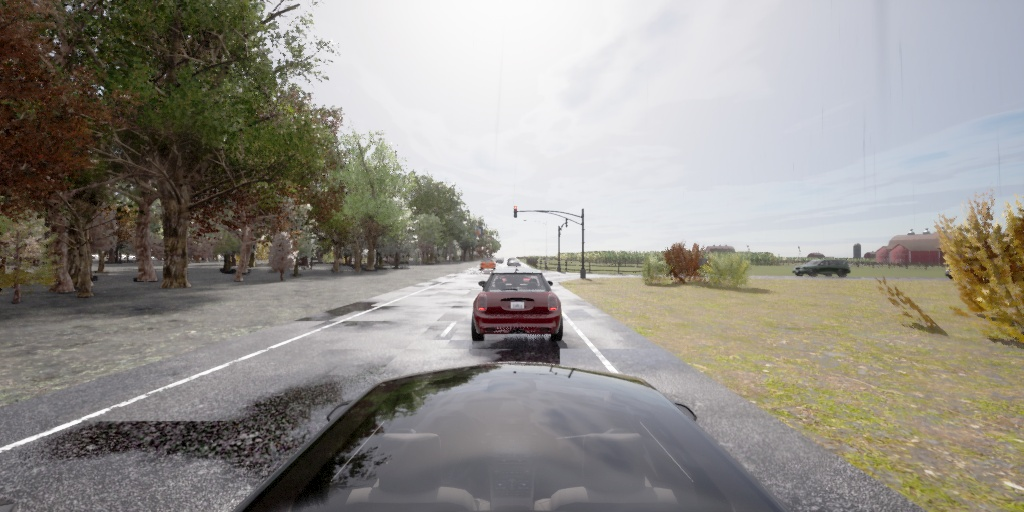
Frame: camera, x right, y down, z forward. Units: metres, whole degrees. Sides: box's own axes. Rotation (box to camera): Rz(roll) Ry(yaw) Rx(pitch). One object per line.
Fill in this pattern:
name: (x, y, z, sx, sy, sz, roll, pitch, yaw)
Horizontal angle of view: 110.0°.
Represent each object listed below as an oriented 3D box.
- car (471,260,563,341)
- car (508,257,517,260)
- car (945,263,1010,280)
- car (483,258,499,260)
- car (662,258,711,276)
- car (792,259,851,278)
car: (0.110, 1.104, 10.017, 2.097, 1.767, 4.553, 0, 0, 0)
car: (0.280, 1.319, 57.225, 1.994, 1.385, 4.181, 0, 0, -1)
car: (48.571, 1.768, 37.579, 4.902, 1.511, 2.128, 1, -1, 1)
car: (-3.313, 1.107, 51.151, 2.097, 1.767, 4.553, 0, 0, 0)
car: (19.981, 1.247, 41.399, 5.566, 2.045, 2.150, 1, -1, 0)
car: (35.606, 1.409, 41.298, 5.566, 2.045, 2.150, -1, -1, 0)
